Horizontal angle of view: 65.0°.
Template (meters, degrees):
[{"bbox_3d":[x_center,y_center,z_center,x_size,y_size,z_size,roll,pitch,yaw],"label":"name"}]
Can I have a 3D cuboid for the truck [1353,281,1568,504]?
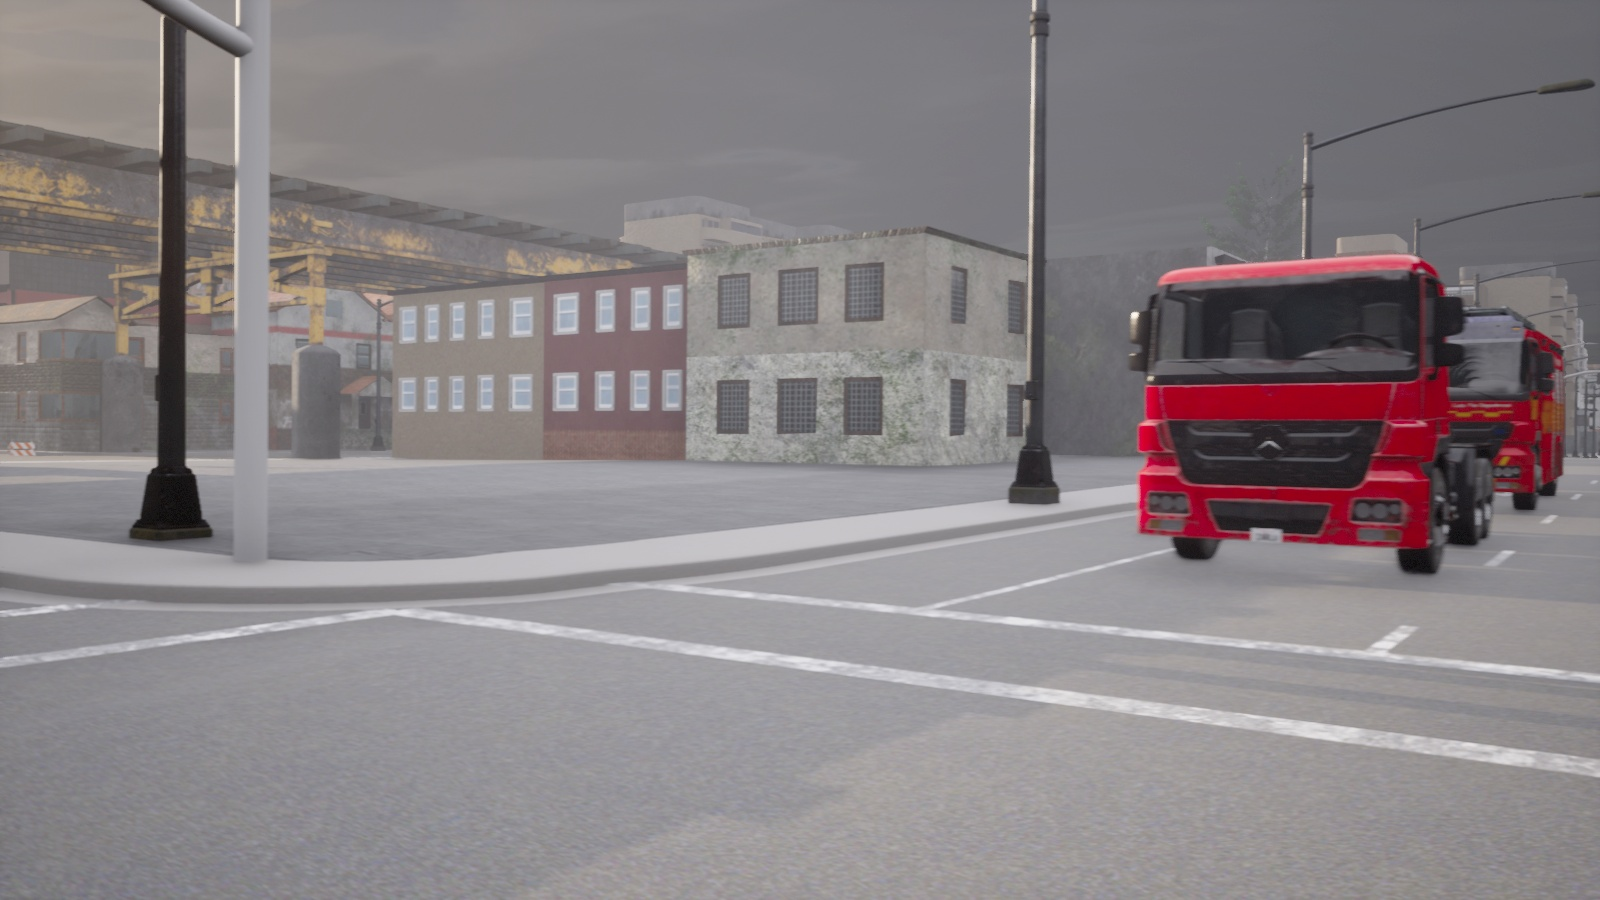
[{"bbox_3d":[13.830,-1.121,25.841,2.891,3.827,8.468,0,2,35],"label":"truck"}]

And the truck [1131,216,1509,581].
[{"bbox_3d":[7.017,-0.589,16.021,2.891,3.462,7.936,0,1,34],"label":"truck"}]
